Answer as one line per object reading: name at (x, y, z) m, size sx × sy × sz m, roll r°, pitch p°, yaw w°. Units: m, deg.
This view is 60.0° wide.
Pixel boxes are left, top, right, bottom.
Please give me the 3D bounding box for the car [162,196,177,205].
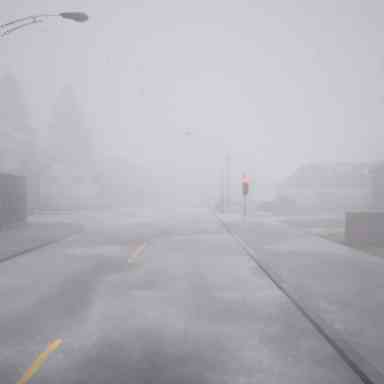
car at (-4.045, 1.415, 57.651) m, size 1.812 × 1.442 × 4.674 m, roll 0°, pitch 0°, yaw 0°
